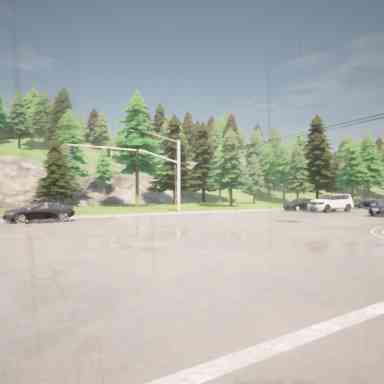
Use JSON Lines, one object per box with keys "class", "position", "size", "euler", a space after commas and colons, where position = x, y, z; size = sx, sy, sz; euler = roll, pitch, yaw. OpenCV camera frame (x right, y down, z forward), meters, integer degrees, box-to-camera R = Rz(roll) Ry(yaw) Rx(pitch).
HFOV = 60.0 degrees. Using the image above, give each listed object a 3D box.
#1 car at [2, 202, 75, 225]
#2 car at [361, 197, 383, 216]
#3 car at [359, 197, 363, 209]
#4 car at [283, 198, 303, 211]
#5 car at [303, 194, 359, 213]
{"class": "car", "position": [-11.176, 1.490, 24.524], "size": [4.902, 1.511, 2.128], "euler": [0, 0, -37]}
{"class": "car", "position": [18.412, 1.490, 30.677], "size": [4.902, 1.511, 2.128], "euler": [0, 0, -27]}
{"class": "car", "position": [23.108, 1.488, 44.865], "size": [4.902, 1.511, 2.128], "euler": [0, 0, -27]}
{"class": "car", "position": [13.041, 1.503, 39.710], "size": [4.892, 1.490, 1.837], "euler": [0, 0, -28]}
{"class": "car", "position": [15.469, 1.220, 37.036], "size": [5.566, 2.045, 2.150], "euler": [0, 0, -27]}
